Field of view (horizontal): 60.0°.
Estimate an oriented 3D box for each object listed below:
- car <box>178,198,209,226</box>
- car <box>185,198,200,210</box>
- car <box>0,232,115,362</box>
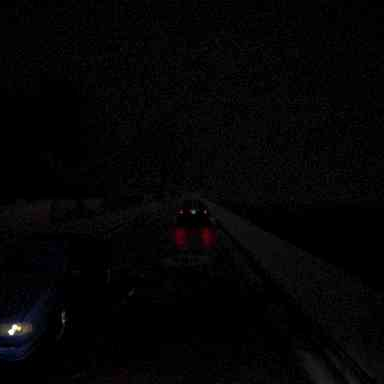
[{"bbox_3d":[0.094,1.348,23.795,2.097,1.767,4.553,0,0,0],"label":"car"},{"bbox_3d":[0.093,1.513,42.902,1.812,1.442,4.674,0,0,0],"label":"car"},{"bbox_3d":[-2.856,1.548,6.497,2.033,1.411,5.357,0,0,-1],"label":"car"}]
